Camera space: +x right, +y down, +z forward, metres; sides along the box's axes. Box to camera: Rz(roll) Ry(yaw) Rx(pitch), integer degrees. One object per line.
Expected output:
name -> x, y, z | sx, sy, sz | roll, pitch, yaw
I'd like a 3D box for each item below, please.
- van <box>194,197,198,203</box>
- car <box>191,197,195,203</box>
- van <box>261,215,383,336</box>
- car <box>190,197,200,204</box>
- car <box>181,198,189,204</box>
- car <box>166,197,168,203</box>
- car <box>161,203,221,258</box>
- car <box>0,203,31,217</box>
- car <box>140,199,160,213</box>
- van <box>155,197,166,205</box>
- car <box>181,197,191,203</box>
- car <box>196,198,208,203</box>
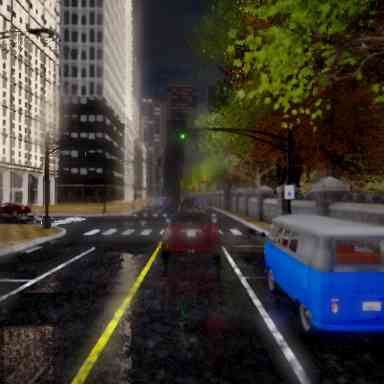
van -> 1.766, 1.902, 55.683 | 1.690, 1.788, 3.998 | 0, -1, -2
car -> 1.208, 2.247, 72.474 | 1.752, 1.417, 4.829 | 0, -1, -2
van -> 2.556, 1.411, 6.597 | 1.690, 1.788, 3.998 | 0, -1, 0
car -> 0.768, 2.139, 83.394 | 2.192, 1.841, 5.009 | 0, -1, -3
car -> -1.873, 2.268, 85.070 | 1.895, 1.301, 4.718 | 0, -1, -3
car -> -6.802, 2.262, 71.934 | 1.887, 1.381, 4.507 | 0, -1, -2
car -> -0.019, 1.491, 13.452 | 2.097, 1.767, 4.553 | 0, -1, 0
car -> -18.212, 1.722, 32.968 | 4.206, 1.307, 1.802 | 1, -1, 3
car -> -5.820, 2.000, 44.221 | 2.008, 1.369, 4.403 | 0, -1, -1
van -> -6.603, 2.006, 66.394 | 1.690, 1.788, 3.998 | 0, -1, -2
car -> -1.439, 2.234, 74.618 | 1.837, 1.490, 4.892 | 0, -1, -2
car -> 1.914, 2.034, 50.309 | 1.752, 1.417, 4.829 | 0, -1, -2
